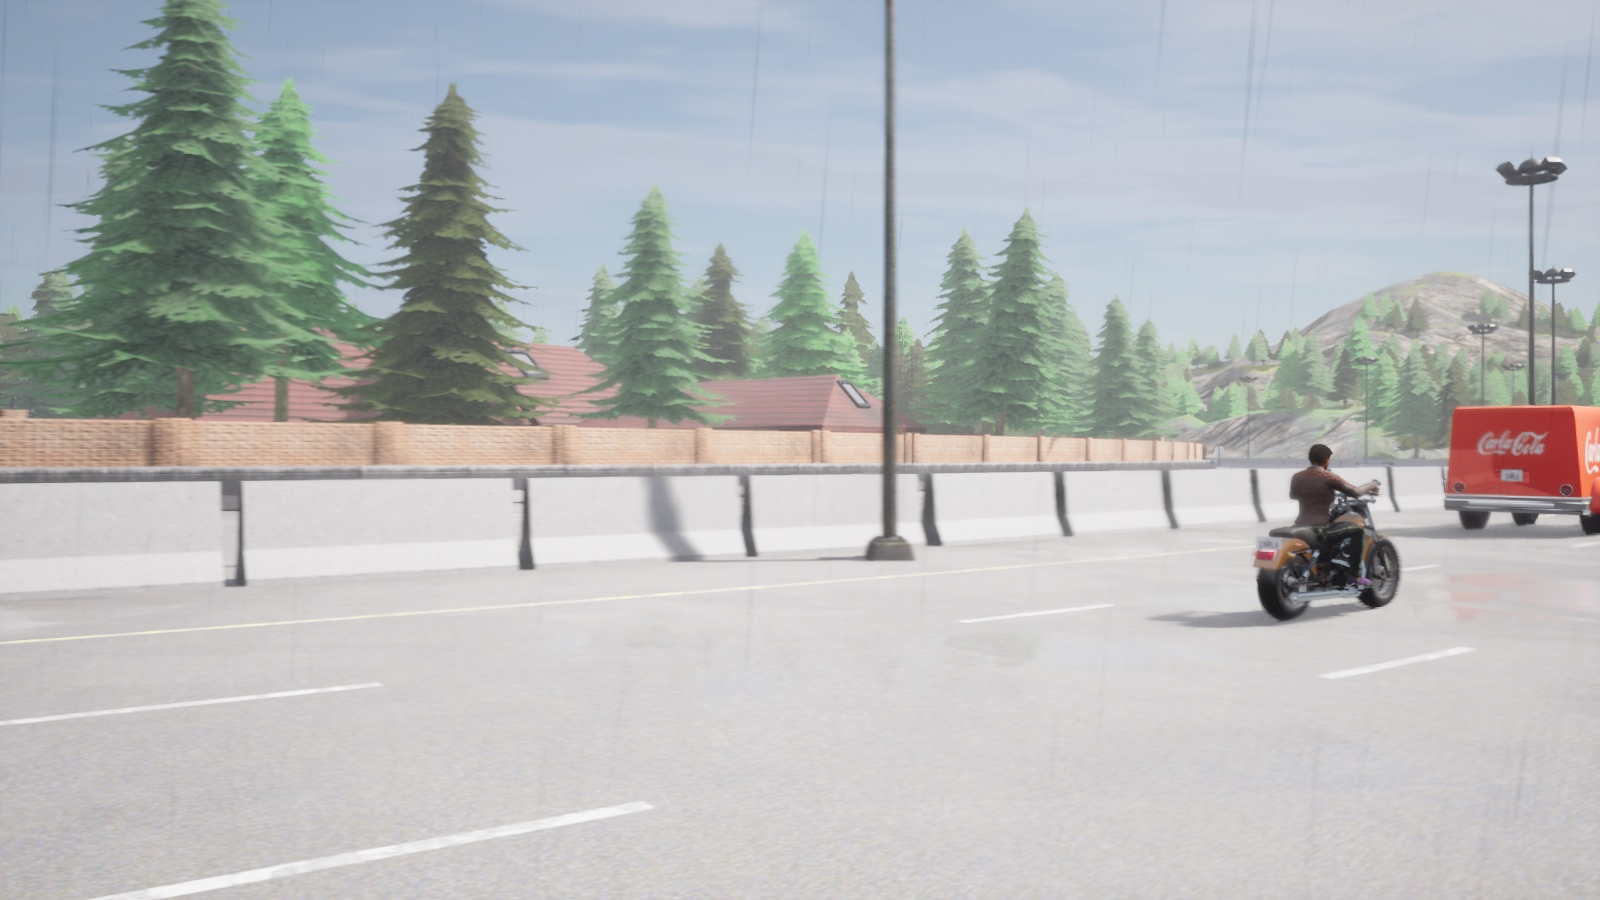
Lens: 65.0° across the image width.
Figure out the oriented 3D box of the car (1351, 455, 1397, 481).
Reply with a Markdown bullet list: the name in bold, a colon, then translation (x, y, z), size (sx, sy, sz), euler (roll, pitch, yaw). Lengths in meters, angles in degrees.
- **car**: translation (31.938, 0.997, 69.822), size (1.994, 1.385, 4.181), euler (0, 0, 29)

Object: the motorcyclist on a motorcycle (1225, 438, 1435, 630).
- **motorcyclist on a motorcycle**: translation (5.020, 0.729, 11.804), size (2.350, 1.649, 0.766), euler (0, -1, -38)

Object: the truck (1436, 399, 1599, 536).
- **truck**: translation (15.233, 0.316, 25.445), size (5.204, 2.467, 2.627), euler (0, 0, -44)
